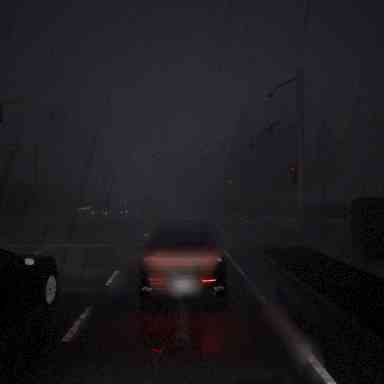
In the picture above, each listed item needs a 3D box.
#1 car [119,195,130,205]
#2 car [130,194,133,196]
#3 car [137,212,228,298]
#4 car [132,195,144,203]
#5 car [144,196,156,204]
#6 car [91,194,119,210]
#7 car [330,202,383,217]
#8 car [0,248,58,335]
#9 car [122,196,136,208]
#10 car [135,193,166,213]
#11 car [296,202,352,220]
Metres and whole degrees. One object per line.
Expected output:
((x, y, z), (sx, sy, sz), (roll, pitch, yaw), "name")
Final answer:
((-11.601, 1.505, 53.222), (1.837, 1.490, 4.892), (0, 0, -1), "car")
((-11.735, 1.352, 63.132), (2.097, 1.767, 4.553), (0, 0, 0), "car")
((-0.247, 1.492, 8.496), (2.128, 1.511, 4.902), (0, 0, -2), "car")
((-11.859, 1.478, 73.203), (1.882, 1.535, 5.008), (0, 0, -1), "car")
((-8.251, 1.526, 65.047), (1.812, 1.442, 4.674), (0, 0, -1), "car")
((-11.446, 1.221, 43.395), (2.150, 2.045, 5.566), (0, 0, -2), "car")
((15.459, 1.601, 30.658), (4.718, 1.301, 1.895), (0, 0, 0), "car")
((-3.613, 1.478, 4.830), (1.882, 1.535, 5.008), (0, 0, -2), "car")
((-7.989, 1.601, 46.459), (1.895, 1.301, 4.718), (0, 0, -1), "car")
((-4.317, 1.352, 36.856), (2.097, 1.767, 4.553), (0, 0, 7), "car")
((11.388, 1.547, 27.192), (5.357, 1.411, 2.033), (0, 0, 0), "car")
